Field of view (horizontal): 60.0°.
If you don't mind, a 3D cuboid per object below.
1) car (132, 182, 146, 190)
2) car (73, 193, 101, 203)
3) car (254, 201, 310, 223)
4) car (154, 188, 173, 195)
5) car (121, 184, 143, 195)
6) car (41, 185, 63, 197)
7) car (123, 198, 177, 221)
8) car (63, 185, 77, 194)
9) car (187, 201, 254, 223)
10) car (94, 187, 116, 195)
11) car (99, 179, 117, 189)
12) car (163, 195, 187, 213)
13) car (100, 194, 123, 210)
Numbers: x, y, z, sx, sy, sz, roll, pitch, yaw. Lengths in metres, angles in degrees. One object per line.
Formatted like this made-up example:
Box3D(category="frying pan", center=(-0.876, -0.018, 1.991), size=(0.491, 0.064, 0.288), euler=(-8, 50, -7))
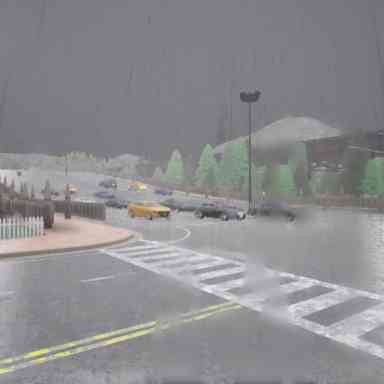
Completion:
Box3D(category="car", center=(-11.950, -1.425, 74.018), size=(1.882, 1.535, 5.008), euler=(0, 7, -37))
Box3D(category="car", center=(-12.540, 1.272, 39.718), size=(1.812, 1.442, 4.674), euler=(0, 2, -38))
Box3D(category="car", center=(6.767, 1.505, 25.826), size=(1.837, 1.490, 4.892), euler=(0, 0, -37))
Box3D(category="car", center=(-5.686, -0.126, 65.843), size=(2.128, 1.511, 4.902), euler=(0, 7, -37))
Box3D(category="car", center=(-11.528, -0.064, 61.964), size=(1.895, 1.301, 4.718), euler=(0, 7, -37))
Box3D(category="car", center=(-22.706, -0.163, 53.311), size=(1.882, 1.535, 5.008), euler=(0, 6, -36))
Box3D(category="car", center=(-3.632, 1.474, 27.939), size=(1.882, 1.535, 5.008), euler=(0, 0, -37))
Box3D(category="car", center=(-21.313, -0.449, 57.328), size=(1.882, 1.535, 5.008), euler=(0, 7, -37))
Box3D(category="car", center=(2.116, 1.491, 26.164), size=(2.128, 1.511, 4.902), euler=(0, 0, -37))
Box3D(category="car", center=(-14.131, 0.500, 53.487), size=(1.895, 1.301, 4.718), euler=(0, 5, -37))
Box3D(category="car", center=(-17.648, -1.706, 69.989), size=(2.150, 2.045, 5.566), euler=(0, 7, -37))
Box3D(category="car", center=(-1.716, 1.485, 36.998), size=(1.837, 1.490, 4.892), euler=(0, 1, -37))
Box3D(category="car", center=(-8.835, 1.358, 40.590), size=(2.033, 1.411, 5.357), euler=(0, 2, -37))
